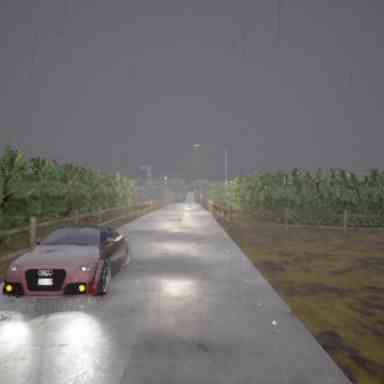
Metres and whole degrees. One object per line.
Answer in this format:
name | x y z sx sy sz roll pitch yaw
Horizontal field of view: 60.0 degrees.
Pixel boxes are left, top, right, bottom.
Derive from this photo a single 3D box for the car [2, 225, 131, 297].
car | -2.833 1.550 8.425 1.994 1.385 4.181 0 0 0
